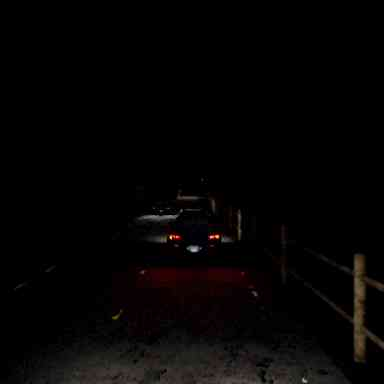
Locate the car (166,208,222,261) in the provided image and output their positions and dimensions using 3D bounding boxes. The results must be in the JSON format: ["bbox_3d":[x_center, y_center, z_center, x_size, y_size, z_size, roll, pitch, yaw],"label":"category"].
[{"bbox_3d":[0.076,1.519,12.190,1.812,1.442,4.674,0,0,0],"label":"car"}]

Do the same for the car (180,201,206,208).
[{"bbox_3d":[0.071,1.464,26.239,2.128,1.511,4.902,0,0,0],"label":"car"}]

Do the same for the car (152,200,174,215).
[{"bbox_3d":[-2.822,1.486,32.959,1.812,1.442,4.674,0,0,0],"label":"car"}]
